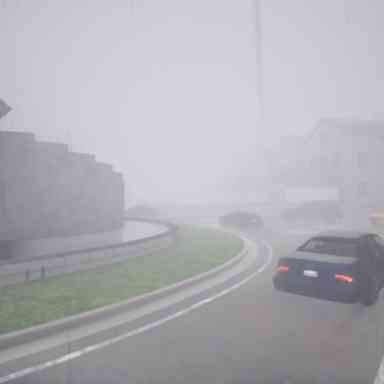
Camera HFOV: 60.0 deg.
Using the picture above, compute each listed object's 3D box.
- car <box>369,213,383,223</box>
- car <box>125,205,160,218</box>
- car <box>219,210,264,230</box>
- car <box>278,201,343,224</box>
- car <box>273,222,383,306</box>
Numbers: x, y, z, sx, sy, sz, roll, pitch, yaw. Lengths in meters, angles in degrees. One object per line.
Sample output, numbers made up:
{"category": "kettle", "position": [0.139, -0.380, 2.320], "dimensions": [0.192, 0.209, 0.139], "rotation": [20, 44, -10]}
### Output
{"category": "car", "position": [16.980, 2.016, 26.828], "dimensions": [5.008, 1.535, 1.882], "rotation": [0, -1, -1]}
{"category": "car", "position": [-6.063, 2.305, 39.507], "dimensions": [4.892, 1.490, 1.837], "rotation": [-1, -1, 33]}
{"category": "car", "position": [3.714, 2.084, 25.731], "dimensions": [1.994, 1.385, 4.181], "rotation": [1, -1, -22]}
{"category": "car", "position": [10.872, 1.842, 30.728], "dimensions": [5.566, 2.045, 2.150], "rotation": [0, -1, 6]}
{"category": "car", "position": [4.036, 1.723, 8.571], "dimensions": [2.033, 1.411, 5.357], "rotation": [-1, -2, 41]}
